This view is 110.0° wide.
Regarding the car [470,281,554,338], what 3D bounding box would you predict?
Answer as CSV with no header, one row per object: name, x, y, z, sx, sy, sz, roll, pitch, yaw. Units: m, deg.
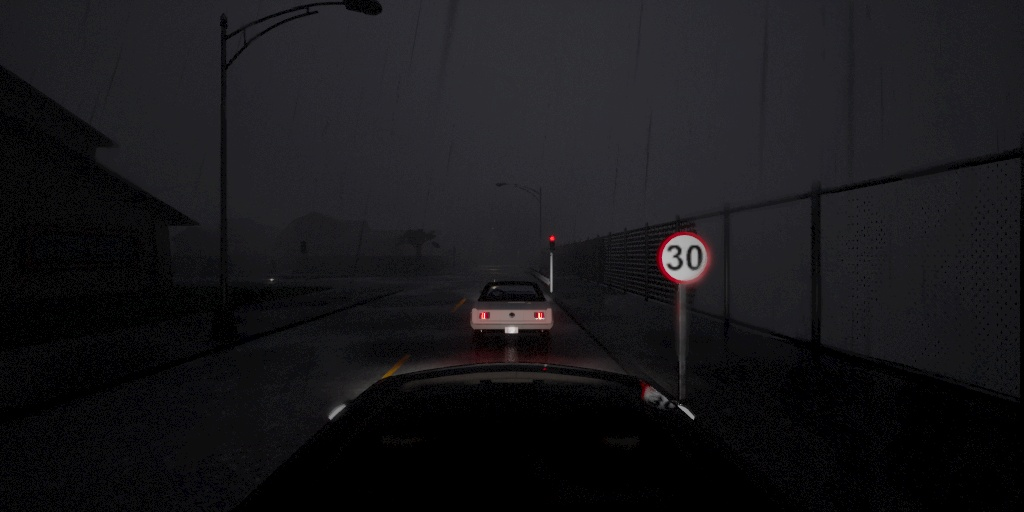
car,-0.002,1.351,10.163,1.895,1.301,4.718,0,0,0

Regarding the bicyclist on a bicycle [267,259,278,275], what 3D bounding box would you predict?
bicyclist on a bicycle,-24.324,1.099,36.471,0.582,1.620,1.656,0,0,0
